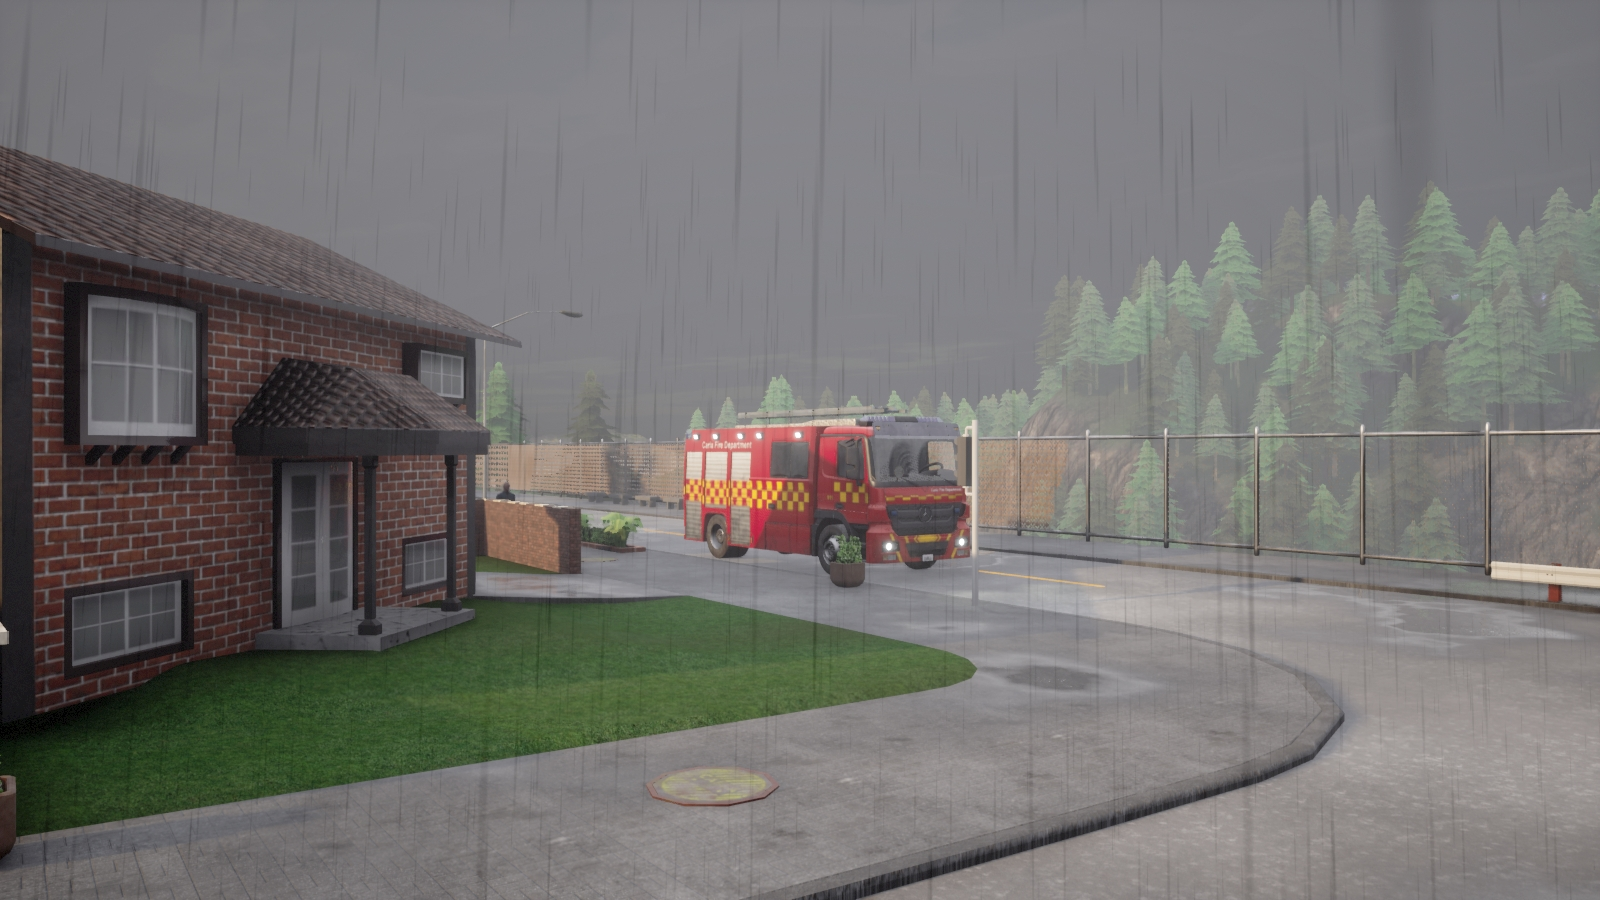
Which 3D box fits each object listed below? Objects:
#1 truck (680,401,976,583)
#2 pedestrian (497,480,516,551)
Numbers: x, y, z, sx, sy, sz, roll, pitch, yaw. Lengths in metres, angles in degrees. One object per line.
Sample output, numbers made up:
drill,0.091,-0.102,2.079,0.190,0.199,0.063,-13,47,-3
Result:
truck,0.353,0.890,28.322,2.891,3.827,8.468,0,0,-35
pedestrian,-7.825,1.745,30.447,0.375,1.860,0.375,0,0,-36
